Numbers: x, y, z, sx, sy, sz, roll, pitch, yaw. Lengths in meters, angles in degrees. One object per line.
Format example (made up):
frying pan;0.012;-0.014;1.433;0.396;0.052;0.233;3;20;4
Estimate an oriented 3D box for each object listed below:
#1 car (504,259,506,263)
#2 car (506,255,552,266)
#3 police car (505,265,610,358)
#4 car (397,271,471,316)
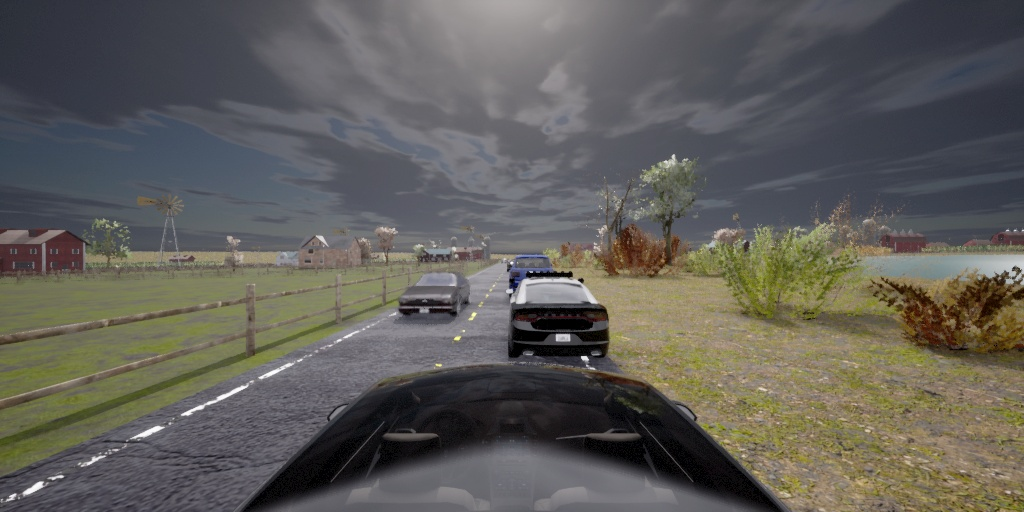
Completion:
car;0.347;1.334;46.308;1.994;1.385;4.181;0;0;2
car;0.949;0.974;18.550;2.150;2.045;5.566;0;0;0
police car;0.878;1.174;8.630;1.930;1.638;5.238;0;0;0
car;-2.663;1.297;13.610;2.033;1.411;5.357;0;0;0
